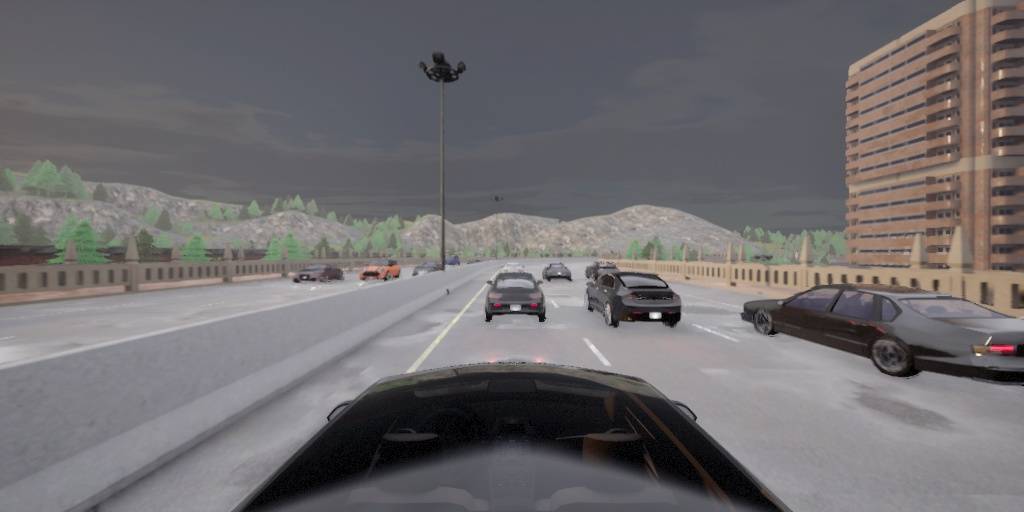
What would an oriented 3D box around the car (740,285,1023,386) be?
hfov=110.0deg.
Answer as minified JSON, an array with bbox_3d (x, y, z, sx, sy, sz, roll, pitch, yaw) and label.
[{"bbox_3d":[7.101,1.289,7.239,2.033,1.411,5.357,0,0,0],"label":"car"}]

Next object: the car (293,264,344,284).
[{"bbox_3d":[-14.093,1.275,26.343,1.994,1.385,4.181,0,0,0],"label":"car"}]

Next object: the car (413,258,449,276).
[{"bbox_3d":[-7.089,1.196,30.716,2.128,1.511,4.902,0,0,0],"label":"car"}]

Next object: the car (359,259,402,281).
[{"bbox_3d":[-10.593,1.059,29.157,2.097,1.767,4.553,0,0,0],"label":"car"}]

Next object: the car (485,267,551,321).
[{"bbox_3d":[0.101,1.259,12.230,1.812,1.442,4.674,0,0,0],"label":"car"}]

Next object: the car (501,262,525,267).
[{"bbox_3d":[0.089,1.232,29.769,1.812,1.442,4.674,0,0,0],"label":"car"}]

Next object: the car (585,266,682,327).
[{"bbox_3d":[3.601,1.240,11.423,1.837,1.490,4.892,0,0,0],"label":"car"}]

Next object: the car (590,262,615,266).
[{"bbox_3d":[7.103,1.200,28.525,2.128,1.511,4.902,0,0,0],"label":"car"}]

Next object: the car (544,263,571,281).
[{"bbox_3d":[3.600,1.271,29.249,1.994,1.385,4.181,0,0,0],"label":"car"}]
